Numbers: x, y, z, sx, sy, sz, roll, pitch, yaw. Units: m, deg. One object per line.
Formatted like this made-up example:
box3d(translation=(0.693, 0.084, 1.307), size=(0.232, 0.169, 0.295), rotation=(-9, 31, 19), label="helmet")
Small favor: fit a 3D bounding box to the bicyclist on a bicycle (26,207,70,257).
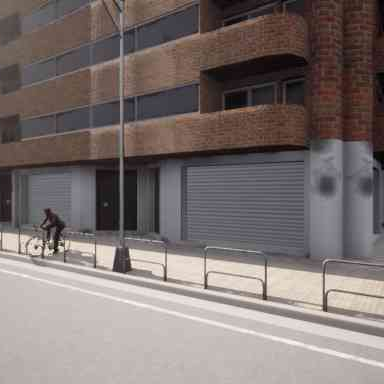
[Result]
box3d(translation=(-4.746, 1.337, 11.129), size=(0.582, 1.620, 1.656), rotation=(1, -3, 33), label="bicyclist on a bicycle")
